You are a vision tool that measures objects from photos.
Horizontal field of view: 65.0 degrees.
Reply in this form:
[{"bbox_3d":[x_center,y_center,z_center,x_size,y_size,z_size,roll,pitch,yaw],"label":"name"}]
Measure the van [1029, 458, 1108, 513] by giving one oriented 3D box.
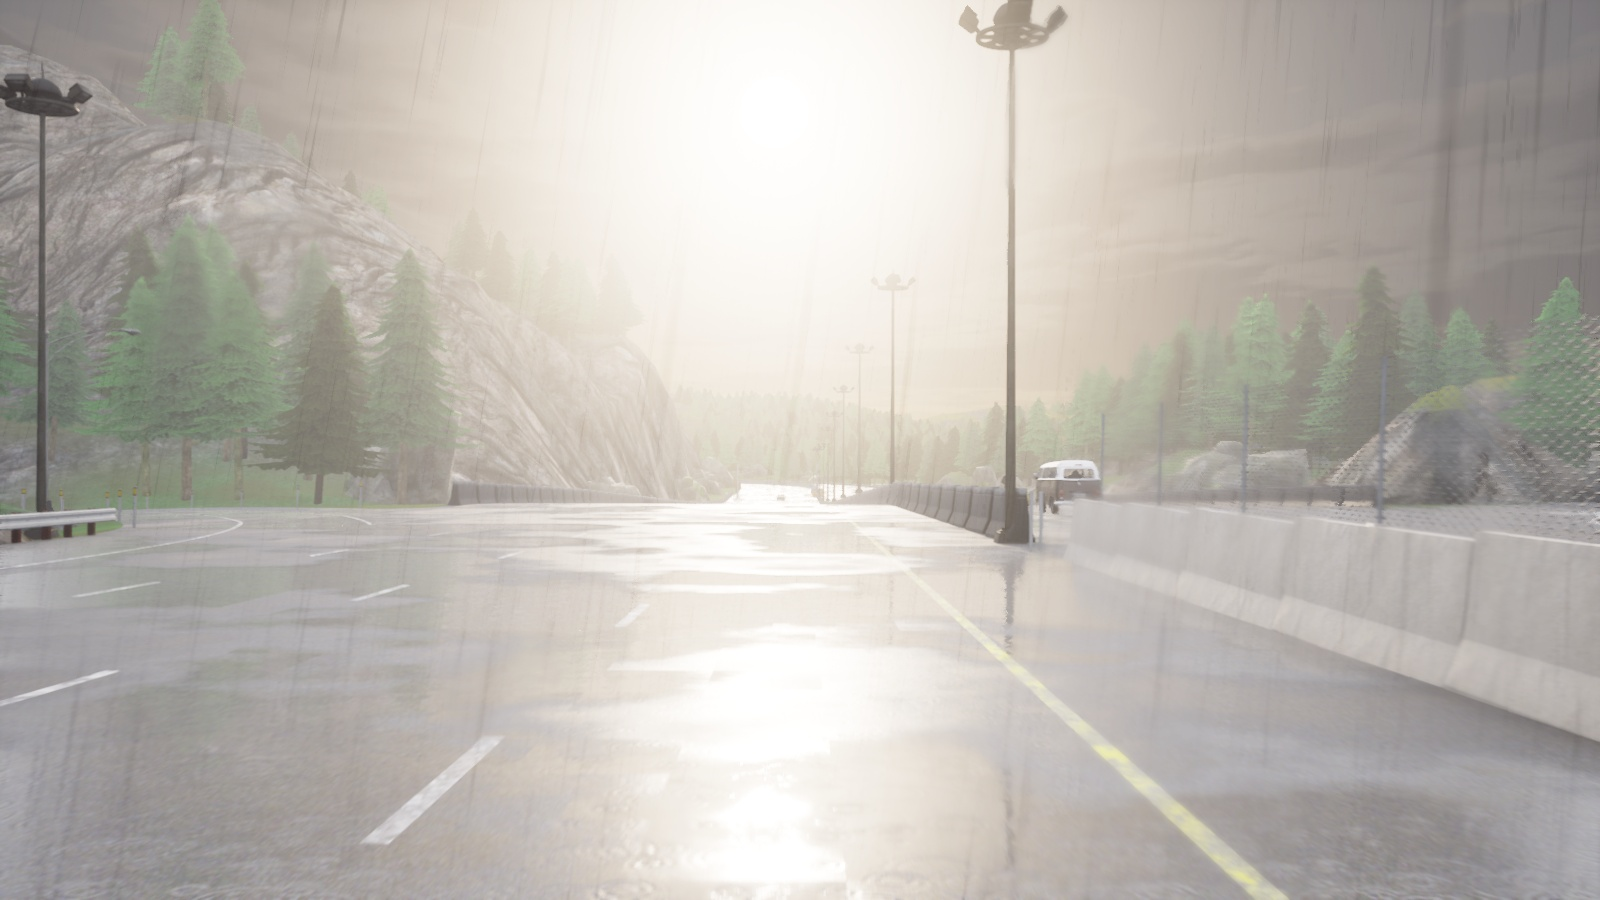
[{"bbox_3d":[10.368,1.361,48.829,2.069,2.038,4.480,0,-1,0],"label":"van"}]
